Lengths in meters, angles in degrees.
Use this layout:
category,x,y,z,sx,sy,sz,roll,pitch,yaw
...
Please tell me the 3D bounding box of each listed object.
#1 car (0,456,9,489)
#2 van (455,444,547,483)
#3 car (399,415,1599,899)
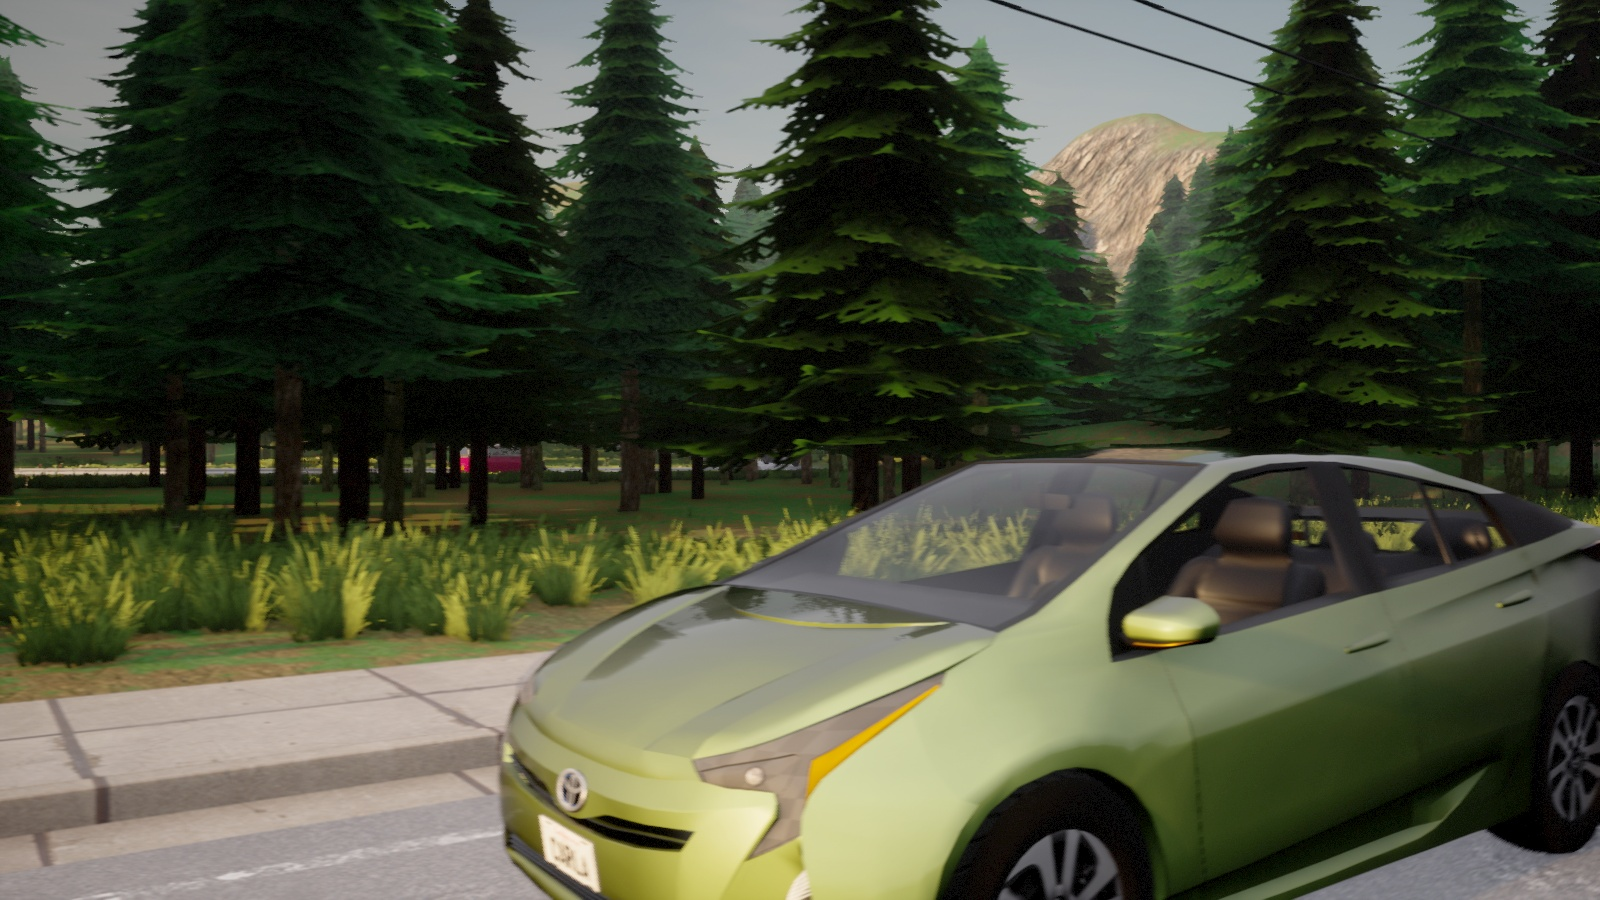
category,x,y,z,sx,sy,sz,roll,pitch,yaw
car,-37.166,0.991,54.872,4.193,1.474,1.816,0,0,-38
van,-15.899,0.713,66.844,4.442,1.987,1.775,0,0,-36
car,1.144,0.701,4.487,4.514,1.525,2.007,0,0,-36
